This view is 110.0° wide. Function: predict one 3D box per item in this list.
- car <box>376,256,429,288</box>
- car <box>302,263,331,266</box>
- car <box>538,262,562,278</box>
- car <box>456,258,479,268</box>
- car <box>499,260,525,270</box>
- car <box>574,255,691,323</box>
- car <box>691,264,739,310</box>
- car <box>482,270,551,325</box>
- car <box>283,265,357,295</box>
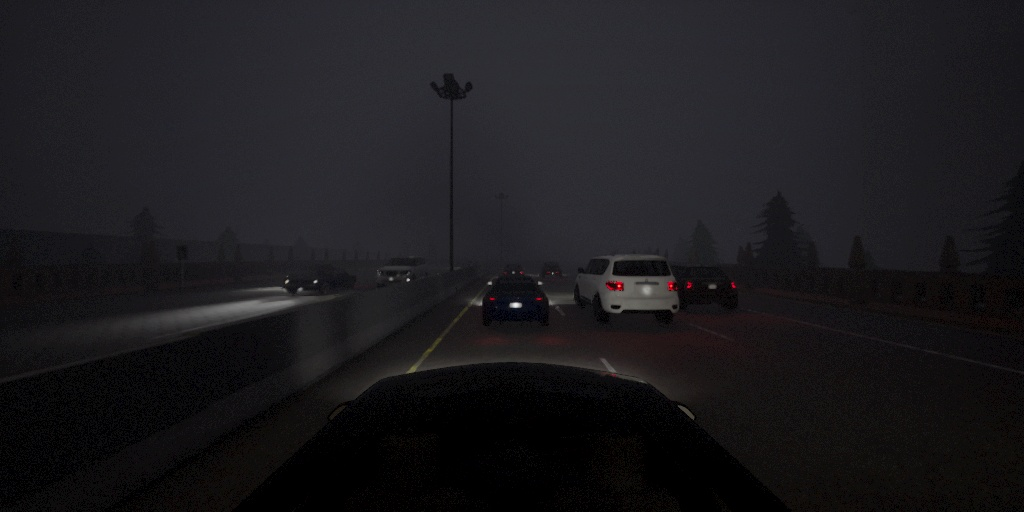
[{"bbox_3d":[-7.085,0.987,23.785,2.150,2.045,5.566,0,0,0],"label":"car"},{"bbox_3d":[-14.073,1.272,25.542,1.837,1.490,4.892,0,0,0],"label":"car"},{"bbox_3d":[3.630,1.277,34.180,1.837,1.490,4.892,0,0,0],"label":"car"},{"bbox_3d":[-7.211,1.349,61.723,2.033,1.411,5.357,0,0,14],"label":"car"},{"bbox_3d":[0.111,1.317,29.794,2.033,1.411,5.357,0,0,0],"label":"car"},{"bbox_3d":[3.605,0.979,12.272,2.150,2.045,5.566,0,0,0],"label":"car"},{"bbox_3d":[7.105,1.111,14.825,2.097,1.767,4.553,0,0,0],"label":"car"},{"bbox_3d":[0.104,1.321,11.847,1.994,1.385,4.181,0,0,0],"label":"car"},{"bbox_3d":[-10.591,1.364,20.163,1.895,1.301,4.718,0,0,0],"label":"car"}]
